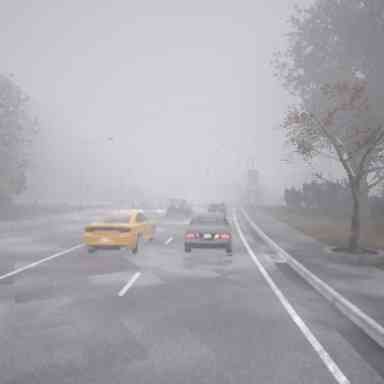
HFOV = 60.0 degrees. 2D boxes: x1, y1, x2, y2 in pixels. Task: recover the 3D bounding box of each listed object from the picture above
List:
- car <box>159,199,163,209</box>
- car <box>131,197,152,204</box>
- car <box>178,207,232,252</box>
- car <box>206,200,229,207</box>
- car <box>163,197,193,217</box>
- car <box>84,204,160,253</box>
[{"bbox_3d":[-3.241,1.435,45.089,2.128,1.511,4.902,0,0,7],"label":"car"},{"bbox_3d":[-6.793,1.428,44.904,2.128,1.511,4.902,0,0,7],"label":"car"},{"bbox_3d":[0.707,1.575,14.006,2.033,1.411,5.357,0,0,4],"label":"car"},{"bbox_3d":[2.446,1.517,32.167,1.837,1.490,4.892,0,0,6],"label":"car"},{"bbox_3d":[-1.115,1.358,31.777,2.097,1.767,4.553,0,0,6],"label":"car"},{"bbox_3d":[-2.791,1.495,13.807,1.882,1.535,5.008,0,0,4],"label":"car"}]
